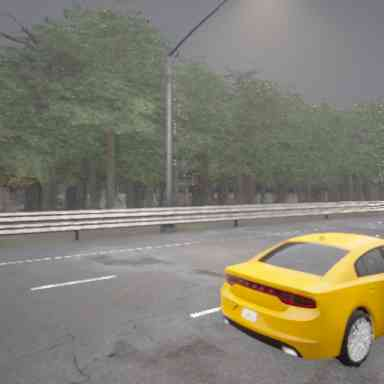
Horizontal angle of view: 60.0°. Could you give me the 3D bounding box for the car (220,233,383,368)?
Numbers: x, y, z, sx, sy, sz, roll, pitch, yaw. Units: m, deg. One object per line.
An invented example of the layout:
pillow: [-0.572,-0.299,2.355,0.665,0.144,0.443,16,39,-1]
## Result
car: [2.773,1.480,5.851,5.008,1.535,1.882,0,0,-36]
